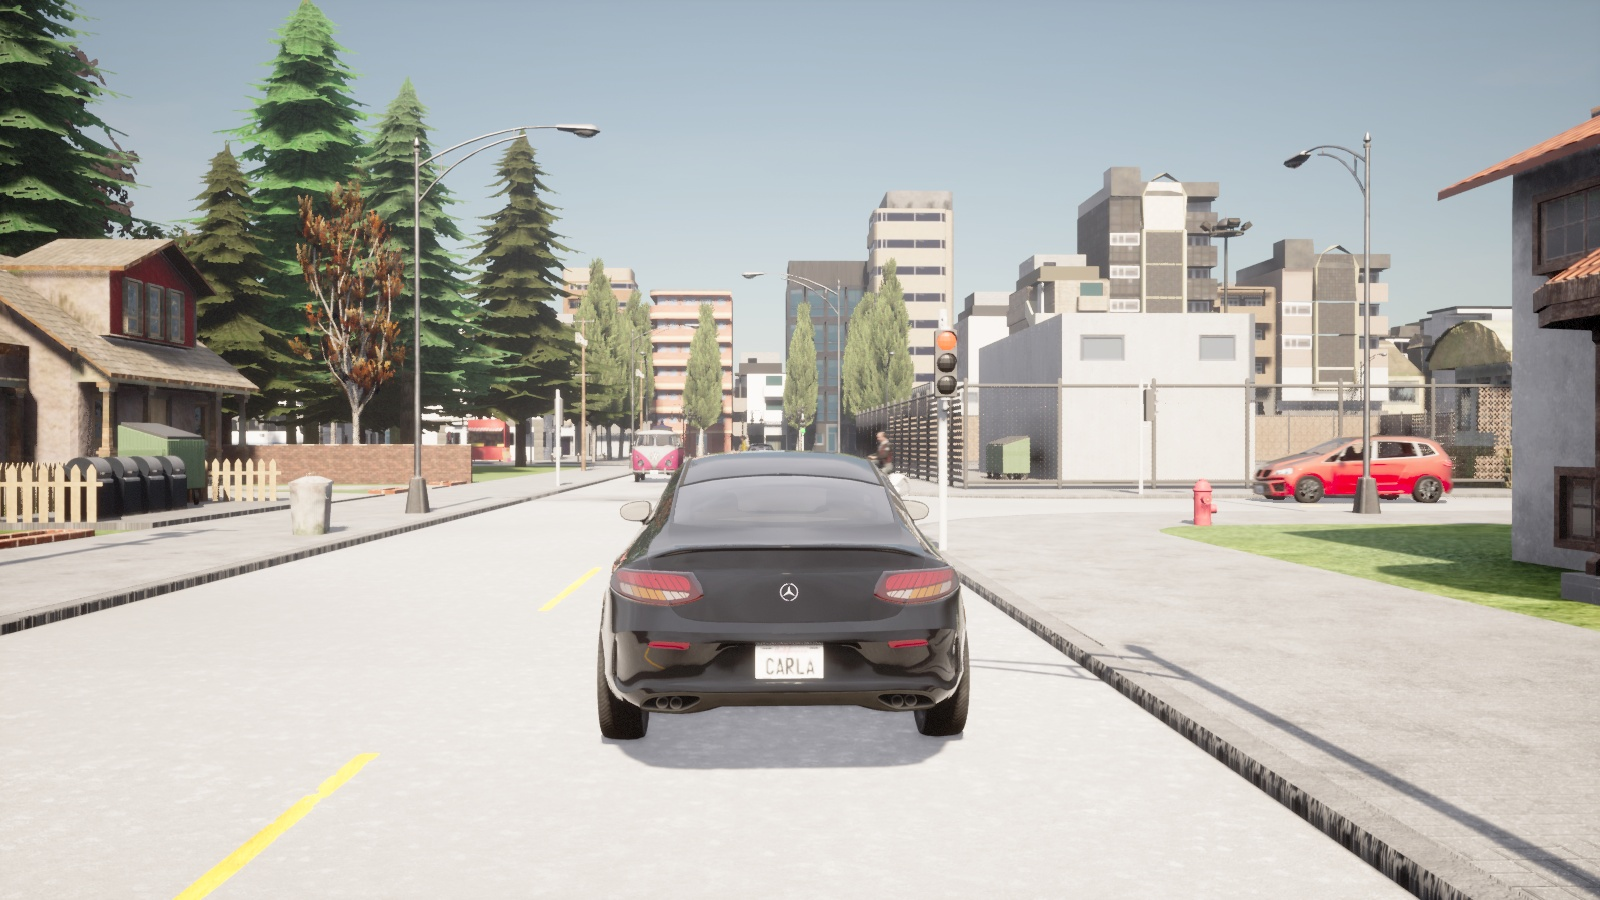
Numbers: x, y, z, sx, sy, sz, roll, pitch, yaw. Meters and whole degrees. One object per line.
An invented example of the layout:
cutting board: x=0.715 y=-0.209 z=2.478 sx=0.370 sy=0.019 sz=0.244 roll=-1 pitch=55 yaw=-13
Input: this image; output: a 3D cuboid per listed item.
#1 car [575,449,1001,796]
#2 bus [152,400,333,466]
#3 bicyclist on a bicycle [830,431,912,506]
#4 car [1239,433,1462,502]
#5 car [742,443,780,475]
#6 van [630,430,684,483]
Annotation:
car: x=-0.142 y=0.729 z=7.674 sx=1.812 sy=1.442 sz=4.674 roll=0 pitch=0 yaw=-2
bus: x=-36.825 y=-1.130 z=83.327 sx=10.273 sy=4.253 sz=3.944 roll=0 pitch=0 yaw=-2
bicyclist on a bicycle: x=1.715 y=0.447 z=30.413 sx=1.843 sy=1.776 sz=0.659 roll=0 pitch=1 yaw=-17
car: x=13.696 y=0.424 z=31.453 sx=4.611 sy=1.667 sz=2.242 roll=0 pitch=0 yaw=-2
car: x=-1.920 y=0.411 z=61.513 sx=1.816 sy=1.474 sz=4.193 roll=0 pitch=0 yaw=-2
van: x=-5.522 y=0.218 z=49.039 sx=1.775 sy=1.987 sz=4.442 roll=0 pitch=0 yaw=-2
